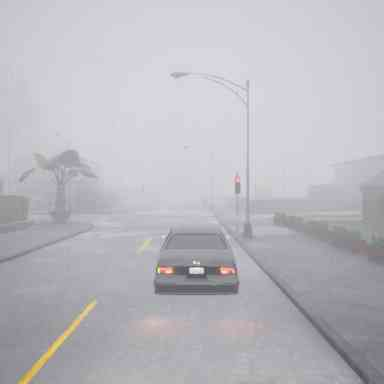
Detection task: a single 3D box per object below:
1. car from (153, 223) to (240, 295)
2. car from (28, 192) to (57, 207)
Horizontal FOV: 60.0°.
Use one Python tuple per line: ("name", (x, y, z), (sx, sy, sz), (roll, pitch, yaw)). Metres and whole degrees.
("car", (0.099, 1.547, 8.855), (2.033, 1.411, 5.357), (0, 0, 0))
("car", (-19.748, 0.985, 43.898), (1.905, 1.878, 3.866), (0, 0, 35))
